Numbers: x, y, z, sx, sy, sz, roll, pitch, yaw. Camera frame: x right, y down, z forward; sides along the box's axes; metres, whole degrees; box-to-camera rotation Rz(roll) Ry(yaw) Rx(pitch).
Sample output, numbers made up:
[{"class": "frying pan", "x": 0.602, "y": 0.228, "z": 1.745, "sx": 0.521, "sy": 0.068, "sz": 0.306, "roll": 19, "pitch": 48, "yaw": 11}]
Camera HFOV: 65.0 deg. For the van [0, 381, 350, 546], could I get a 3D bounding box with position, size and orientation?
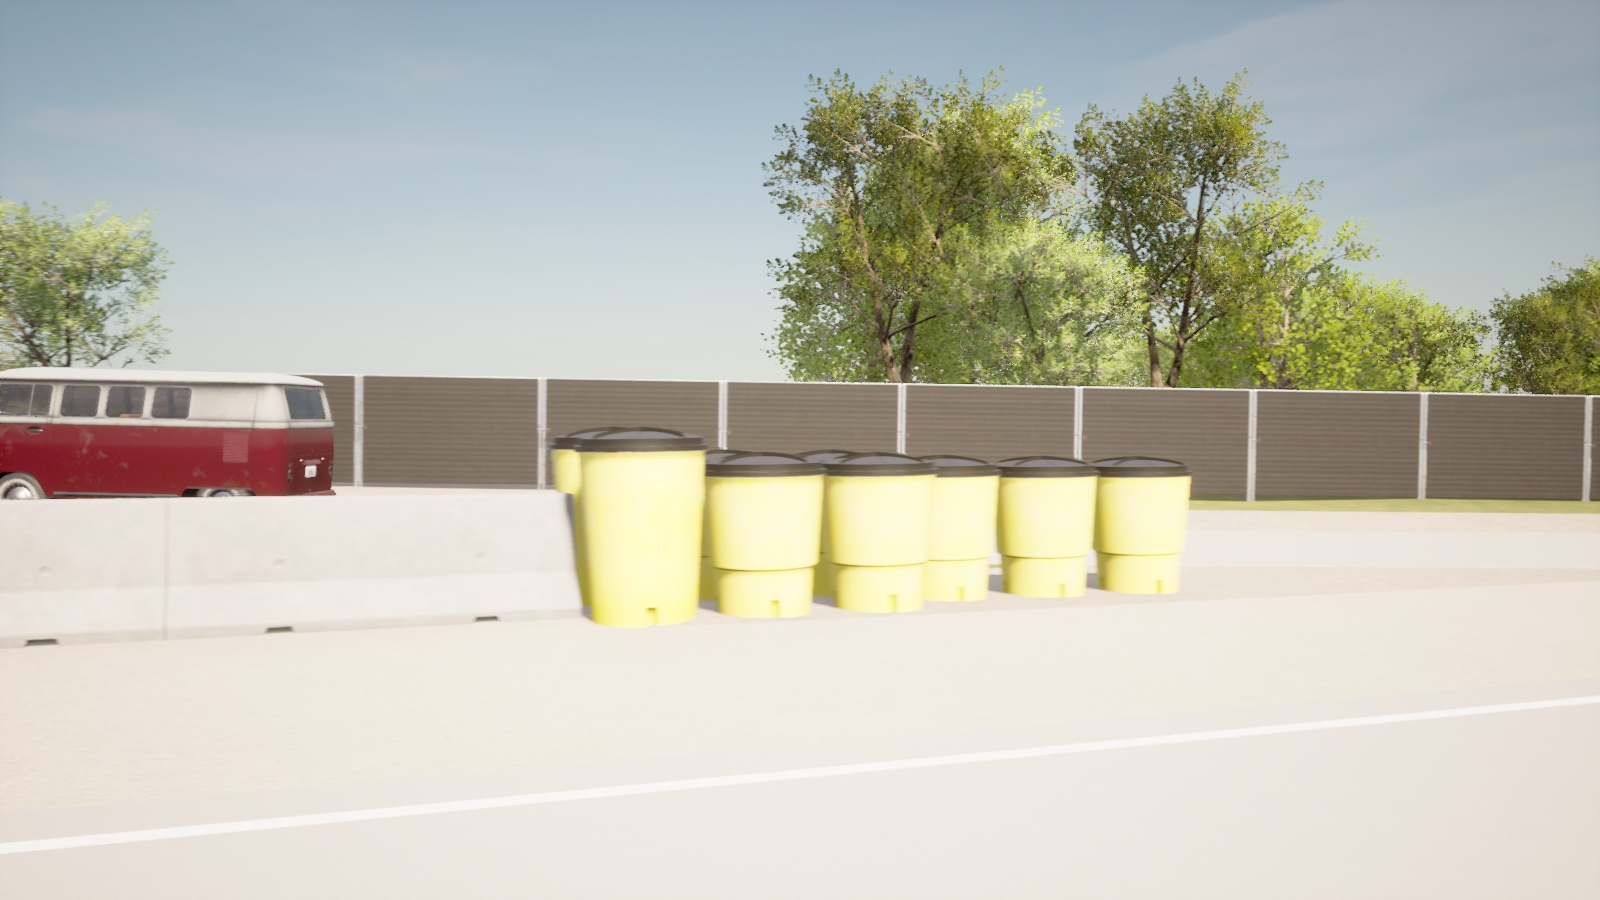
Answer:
[{"class": "van", "x": -8.321, "y": 0.140, "z": 16.119, "sx": 4.442, "sy": 1.987, "sz": 1.775, "roll": 0, "pitch": 2, "yaw": 2}]
